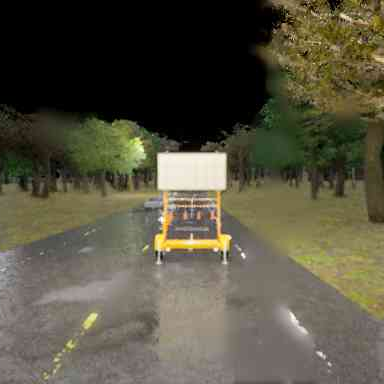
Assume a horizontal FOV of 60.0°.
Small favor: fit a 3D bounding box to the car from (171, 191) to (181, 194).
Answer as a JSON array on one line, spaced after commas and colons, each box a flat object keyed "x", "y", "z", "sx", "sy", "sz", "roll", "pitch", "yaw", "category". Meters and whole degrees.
[{"x": -3.511, "y": -0.574, "z": 74.821, "sx": 2.097, "sy": 1.767, "sz": 4.553, "roll": 0, "pitch": 3, "yaw": 0, "category": "car"}]

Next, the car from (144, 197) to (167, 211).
[{"x": -3.602, "y": 1.151, "z": 33.451, "sx": 1.895, "sy": 1.301, "sz": 4.718, "roll": 0, "pitch": 1, "yaw": 0, "category": "car"}]

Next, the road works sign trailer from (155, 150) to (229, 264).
[{"x": -0.002, "y": 0.368, "z": 11.450, "sx": 2.380, "sy": 3.560, "sz": 2.880, "roll": 0, "pitch": 1, "yaw": 0, "category": "road works sign trailer"}]
